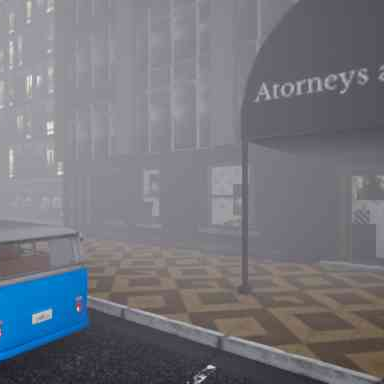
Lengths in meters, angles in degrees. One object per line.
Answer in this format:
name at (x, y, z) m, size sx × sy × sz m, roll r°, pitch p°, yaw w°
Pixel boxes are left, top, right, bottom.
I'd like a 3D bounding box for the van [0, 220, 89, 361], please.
van at (-3.405, 1.341, 5.287) m, size 3.998 × 1.788 × 1.690 m, roll 0°, pitch 0°, yaw 35°
